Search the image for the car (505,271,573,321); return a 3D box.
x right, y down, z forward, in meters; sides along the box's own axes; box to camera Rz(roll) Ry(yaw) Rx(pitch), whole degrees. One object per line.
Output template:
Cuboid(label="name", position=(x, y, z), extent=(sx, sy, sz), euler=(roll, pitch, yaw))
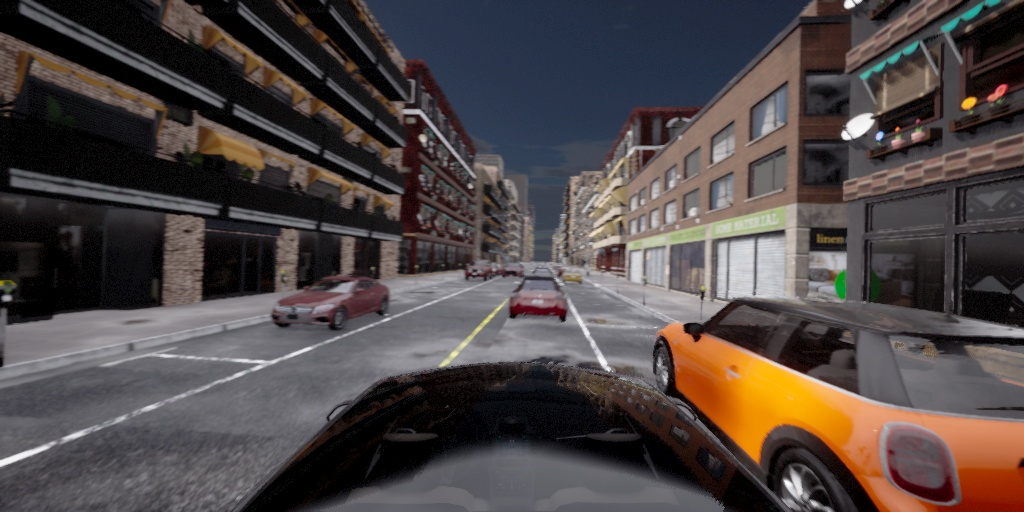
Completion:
Cuboid(label="car", position=(1.006, 1.453, 13.423), extent=(1.994, 1.385, 4.181), euler=(2, -1, 5))

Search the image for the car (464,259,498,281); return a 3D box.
Cuboid(label="car", position=(-3.000, 1.250, 33.131), extent=(2.192, 1.841, 5.009), euler=(0, 0, 5))

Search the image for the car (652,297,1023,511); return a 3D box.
Cuboid(label="car", position=(3.154, 1.226, 3.908), extent=(2.097, 1.767, 4.553), euler=(2, -1, 5))

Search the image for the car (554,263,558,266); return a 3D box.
Cuboid(label="car", position=(6.381, 1.882, 43.573), extent=(1.888, 1.381, 4.507), euler=(0, 0, 5))

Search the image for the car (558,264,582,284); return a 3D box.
Cuboid(label="car", position=(5.355, 1.728, 32.519), extent=(1.751, 1.417, 4.829), euler=(0, 0, 5))

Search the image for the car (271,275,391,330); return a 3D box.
Cuboid(label="car", position=(-5.084, 1.247, 10.683), extent=(1.802, 1.307, 4.207), euler=(0, 0, 5))

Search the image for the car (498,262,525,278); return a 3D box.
Cuboid(label="car", position=(0.147, 1.435, 38.241), extent=(2.097, 1.767, 4.553), euler=(2, 0, 6))

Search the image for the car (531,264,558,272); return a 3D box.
Cuboid(label="car", position=(2.537, 1.652, 29.931), extent=(1.994, 1.385, 4.181), euler=(2, -1, 5))
